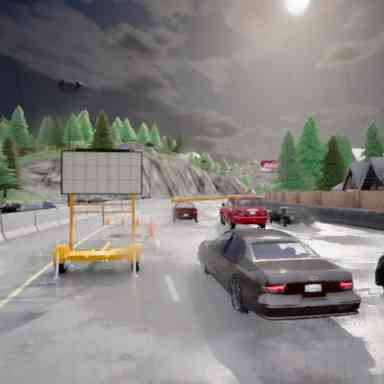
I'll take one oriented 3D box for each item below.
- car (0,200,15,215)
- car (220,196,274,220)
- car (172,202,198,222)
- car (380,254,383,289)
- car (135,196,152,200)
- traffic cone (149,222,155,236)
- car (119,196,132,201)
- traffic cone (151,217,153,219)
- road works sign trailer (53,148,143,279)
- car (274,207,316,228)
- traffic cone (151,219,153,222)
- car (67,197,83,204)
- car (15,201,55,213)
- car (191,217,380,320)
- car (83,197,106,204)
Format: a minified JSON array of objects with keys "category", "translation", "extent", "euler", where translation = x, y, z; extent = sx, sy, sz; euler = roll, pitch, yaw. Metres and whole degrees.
[{"category":"car","translation":[-18.405,1.551,32.168],"extent":[2.128,1.511,4.902],"euler":[0,0,0]},{"category":"car","translation":[3.239,1.286,21.689],"extent":[2.150,2.045,5.566],"euler":[0,0,-5]},{"category":"car","translation":[-0.580,1.548,26.877],"extent":[1.882,1.535,5.008],"euler":[0,0,-3]},{"category":"car","translation":[5.465,1.375,5.727],"extent":[2.097,1.767,4.553],"euler":[0,0,-11]},{"category":"car","translation":[-10.269,1.546,72.716],"extent":[1.994,1.385,4.181],"euler":[0,0,13]},{"category":"traffic cone","translation":[-2.070,1.999,17.283],"extent":[0.340,0.580,0.340],"euler":[0,0,-7]},{"category":"car","translation":[-13.949,1.621,72.387],"extent":[2.033,1.411,5.357],"euler":[0,0,13]},{"category":"traffic cone","translation":[-2.551,2.008,21.254],"extent":[0.340,0.580,0.340],"euler":[0,0,-7]},{"category":"road works sign trailer","translation":[-2.701,0.488,10.159],"extent":[2.380,3.560,2.880],"euler":[0,0,-7]},{"category":"car","translation":[6.659,1.671,22.935],"extent":[1.895,1.301,4.718],"euler":[0,0,-4]},{"category":"traffic cone","translation":[-2.311,2.003,19.268],"extent":[0.340,0.580,0.340],"euler":[0,0,-7]},{"category":"car","translation":[-22.584,1.663,65.195],"extent":[2.128,1.511,4.902],"euler":[0,0,9]},{"category":"car","translation":[-14.918,1.591,32.411],"extent":[1.812,1.442,4.674],"euler":[0,0,0]},{"category":"car","translation":[1.479,1.570,7.727],"extent":[2.033,1.411,5.357],"euler":[0,0,-10]},{"category":"car","translation":[-18.906,1.690,65.963],"extent":[2.033,1.411,5.357],"euler":[0,0,11]}]
